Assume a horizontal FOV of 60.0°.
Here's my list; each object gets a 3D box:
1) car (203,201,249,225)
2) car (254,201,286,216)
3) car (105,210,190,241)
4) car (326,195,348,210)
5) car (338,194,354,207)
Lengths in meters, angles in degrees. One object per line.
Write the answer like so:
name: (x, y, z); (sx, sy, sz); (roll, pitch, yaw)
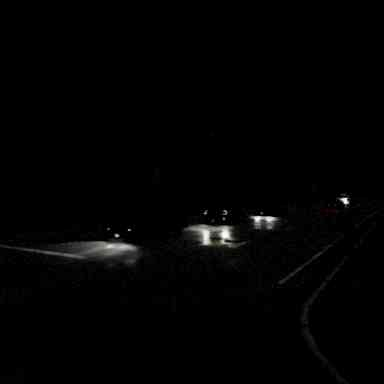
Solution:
car: (2.675, 1.488, 25.714); (2.097, 1.767, 4.553); (-1, 0, 32)
car: (8.194, 1.688, 34.458); (2.033, 1.411, 5.357); (-1, 0, 33)
car: (-2.163, 1.679, 18.030); (2.033, 1.411, 5.357); (-1, 0, 32)
car: (19.696, 1.600, 45.803); (2.128, 1.511, 4.902); (-1, 0, 32)
car: (24.999, 1.334, 54.224); (2.150, 2.045, 5.566); (-1, 0, 32)
